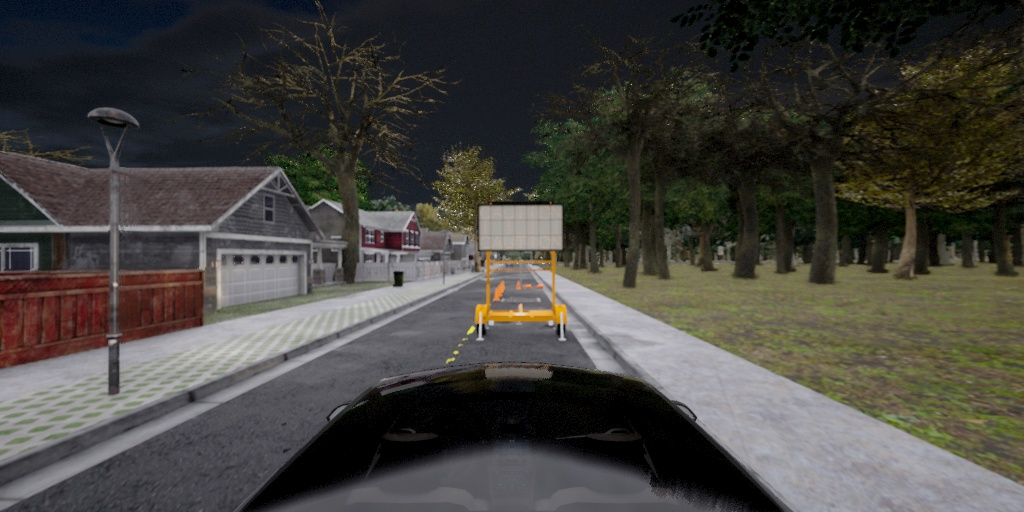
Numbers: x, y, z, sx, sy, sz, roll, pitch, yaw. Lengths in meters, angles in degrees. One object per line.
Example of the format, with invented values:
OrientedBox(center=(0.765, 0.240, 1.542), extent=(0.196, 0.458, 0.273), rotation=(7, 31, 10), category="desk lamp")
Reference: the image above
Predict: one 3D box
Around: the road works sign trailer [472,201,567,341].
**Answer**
OrientedBox(center=(0.258, 0.276, 10.121), extent=(2.380, 3.560, 2.880), rotation=(0, 0, 1), category="road works sign trailer")
